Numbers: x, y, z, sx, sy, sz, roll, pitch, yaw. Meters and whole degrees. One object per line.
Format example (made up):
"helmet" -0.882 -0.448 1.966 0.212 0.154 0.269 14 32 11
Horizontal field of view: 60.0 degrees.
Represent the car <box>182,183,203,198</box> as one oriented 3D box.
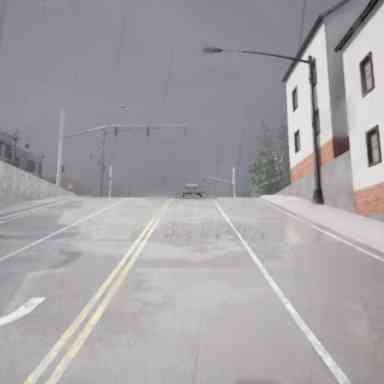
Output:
"car" 0.018 -0.148 30.386 2.033 1.411 5.357 0 -1 0
